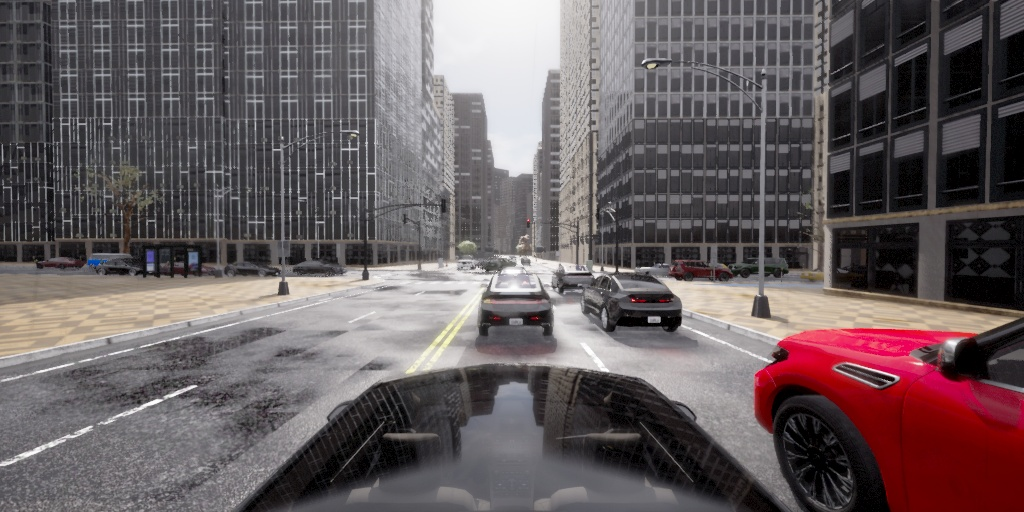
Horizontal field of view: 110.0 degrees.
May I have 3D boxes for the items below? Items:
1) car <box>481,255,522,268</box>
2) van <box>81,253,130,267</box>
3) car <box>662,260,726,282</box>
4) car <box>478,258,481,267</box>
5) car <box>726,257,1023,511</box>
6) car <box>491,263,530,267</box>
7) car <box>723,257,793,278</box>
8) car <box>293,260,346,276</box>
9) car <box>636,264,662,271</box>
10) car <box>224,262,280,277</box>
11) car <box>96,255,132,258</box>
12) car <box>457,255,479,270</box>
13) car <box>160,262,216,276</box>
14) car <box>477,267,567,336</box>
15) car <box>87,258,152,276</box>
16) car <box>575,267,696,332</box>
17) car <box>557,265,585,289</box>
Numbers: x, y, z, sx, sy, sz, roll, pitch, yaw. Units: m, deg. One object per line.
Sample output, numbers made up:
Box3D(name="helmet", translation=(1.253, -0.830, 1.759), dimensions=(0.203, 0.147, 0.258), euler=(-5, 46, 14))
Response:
Box3D(name="car", translation=(-1.161, 1.014, 41.656), dimensions=(2.097, 1.767, 4.553), euler=(0, -1, 29))
Box3D(name="van", translation=(-45.314, 0.604, 40.400), dimensions=(3.998, 1.789, 1.690), euler=(0, 0, 1))
Box3D(name="car", translation=(16.173, 1.269, 30.948), dimensions=(5.009, 1.841, 2.192), euler=(0, 0, 1))
Box3D(name="car", translation=(-3.375, 1.192, 52.127), dimensions=(1.882, 1.535, 5.008), euler=(0, 0, 0))
Box3D(name="car", translation=(3.348, 0.972, 0.981), dimensions=(2.150, 2.045, 5.566), euler=(0, 0, 0))
Box3D(name="car", translation=(0.087, 1.288, 20.087), dimensions=(2.033, 1.411, 5.357), euler=(0, 0, 0))
Box3D(name="car", translation=(24.979, 1.159, 36.575), dimensions=(5.566, 2.045, 2.150), euler=(1, 1, 1))
Box3D(name="car", translation=(-18.253, 1.130, 34.078), dimensions=(4.674, 1.442, 1.812), euler=(0, 1, 1))
Box3D(name="car", translation=(15.074, 1.452, 36.730), dimensions=(4.718, 1.301, 1.895), euler=(0, 1, 0))
Box3D(name="car", translation=(-22.752, 1.173, 31.449), dimensions=(4.313, 1.339, 1.948), euler=(0, 0, 1))
Box3D(name="car", translation=(-36.367, 0.946, 34.428), dimensions=(4.892, 1.490, 1.837), euler=(0, 1, 1))
Box3D(name="car", translation=(-6.625, 0.935, 52.576), dimensions=(2.150, 2.045, 5.566), euler=(0, 0, 0))
Box3D(name="car", translation=(-28.437, 1.138, 31.578), dimensions=(4.207, 1.307, 1.802), euler=(0, 0, 1))
Box3D(name="car", translation=(0.093, 1.238, 10.352), dimensions=(2.128, 1.511, 4.902), euler=(0, 0, 0))
Box3D(name="car", translation=(-34.117, 1.069, 31.747), dimensions=(4.313, 1.339, 1.948), euler=(0, 0, 1))
Box3D(name="car", translation=(3.342, 1.251, 10.845), dimensions=(1.837, 1.490, 4.892), euler=(0, 0, 0))
Box3D(name="car", translation=(3.338, 1.232, 20.093), dimensions=(2.128, 1.511, 4.902), euler=(0, 0, 0))
